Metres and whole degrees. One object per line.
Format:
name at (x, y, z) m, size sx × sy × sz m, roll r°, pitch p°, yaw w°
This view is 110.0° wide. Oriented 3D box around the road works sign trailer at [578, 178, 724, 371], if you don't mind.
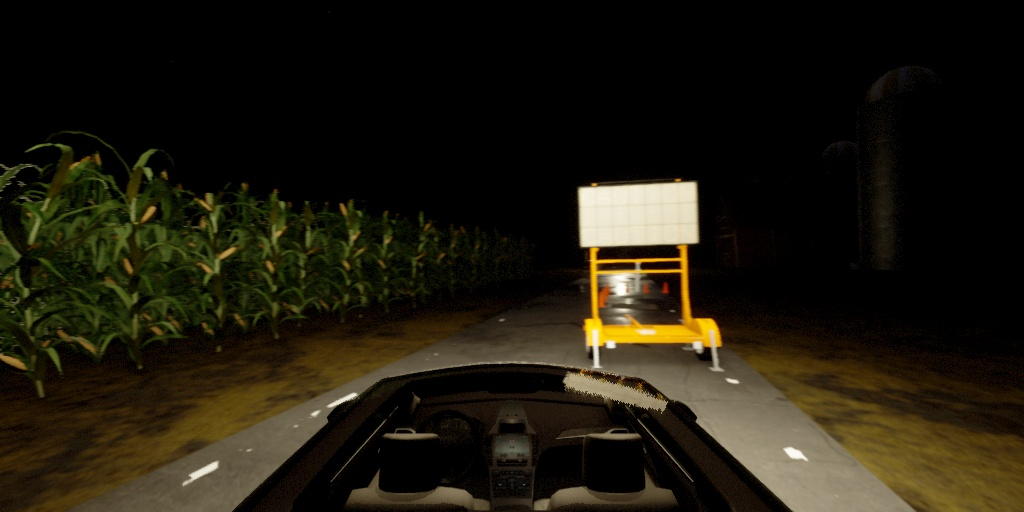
road works sign trailer at (2.704, 0.208, 7.630) m, size 2.380 × 3.560 × 2.880 m, roll 0°, pitch 0°, yaw 8°
